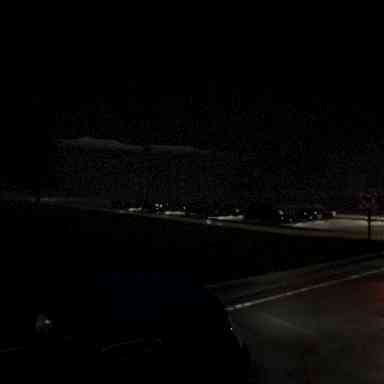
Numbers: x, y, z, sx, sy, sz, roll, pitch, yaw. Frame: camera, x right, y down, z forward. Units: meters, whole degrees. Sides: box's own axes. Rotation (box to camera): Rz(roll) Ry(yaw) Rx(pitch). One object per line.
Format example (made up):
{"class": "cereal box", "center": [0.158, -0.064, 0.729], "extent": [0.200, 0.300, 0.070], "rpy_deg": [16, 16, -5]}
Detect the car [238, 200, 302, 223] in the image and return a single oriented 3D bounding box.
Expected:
{"class": "car", "center": [6.421, 1.612, 27.843], "extent": [2.097, 1.767, 4.553], "rpy_deg": [1, -1, -36]}

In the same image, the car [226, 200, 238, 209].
{"class": "car", "center": [3.465, 1.793, 37.812], "extent": [2.128, 1.511, 4.902], "rpy_deg": [1, -1, -36]}

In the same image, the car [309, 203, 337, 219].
{"class": "car", "center": [11.643, 1.837, 32.557], "extent": [2.128, 1.511, 4.902], "rpy_deg": [1, -1, -36]}

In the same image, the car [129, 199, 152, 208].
{"class": "car", "center": [-8.417, 1.865, 54.248], "extent": [1.994, 1.385, 4.181], "rpy_deg": [1, -1, -35]}

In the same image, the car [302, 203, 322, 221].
{"class": "car", "center": [8.928, 1.903, 30.337], "extent": [1.895, 1.301, 4.718], "rpy_deg": [1, 0, -36]}

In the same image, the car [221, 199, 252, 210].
{"class": "car", "center": [7.022, 1.934, 52.784], "extent": [2.128, 1.511, 4.902], "rpy_deg": [1, -1, -36]}

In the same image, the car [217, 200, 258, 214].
{"class": "car", "center": [5.509, 1.835, 40.948], "extent": [2.128, 1.511, 4.902], "rpy_deg": [1, -1, -36]}

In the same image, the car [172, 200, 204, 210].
{"class": "car", "center": [-0.714, 1.890, 49.493], "extent": [2.033, 1.411, 5.357], "rpy_deg": [1, -1, -36]}

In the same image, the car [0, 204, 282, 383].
{"class": "car", "center": [-2.113, 1.218, 2.239], "extent": [5.566, 2.045, 2.150], "rpy_deg": [0, 0, -35]}

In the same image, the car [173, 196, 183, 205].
{"class": "car", "center": [-2.439, 1.520, 45.925], "extent": [2.150, 2.045, 5.566], "rpy_deg": [1, 0, -36]}

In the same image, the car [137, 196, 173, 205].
{"class": "car", "center": [-4.880, 1.610, 43.324], "extent": [2.097, 1.767, 4.553], "rpy_deg": [1, -1, -36]}

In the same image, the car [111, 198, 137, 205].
{"class": "car", "center": [-10.982, 1.735, 51.811], "extent": [1.882, 1.535, 5.008], "rpy_deg": [1, 0, -35]}

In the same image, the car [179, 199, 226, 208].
{"class": "car", "center": [1.023, 1.764, 35.222], "extent": [1.837, 1.490, 4.892], "rpy_deg": [1, -1, -36]}

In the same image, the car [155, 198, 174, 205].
{"class": "car", "center": [-5.867, 2.037, 70.468], "extent": [1.895, 1.301, 4.718], "rpy_deg": [1, -1, -36]}
